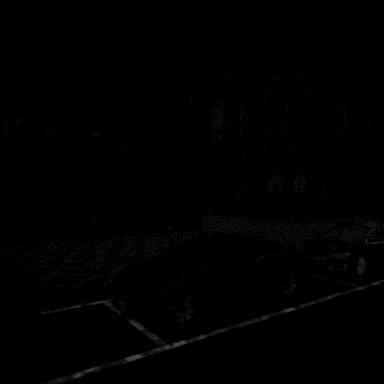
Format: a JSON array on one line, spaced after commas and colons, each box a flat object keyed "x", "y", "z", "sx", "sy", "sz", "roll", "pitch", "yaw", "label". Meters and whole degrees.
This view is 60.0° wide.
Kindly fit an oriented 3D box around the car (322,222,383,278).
[{"x": 5.132, "y": 1.628, "z": 10.313, "sx": 4.403, "sy": 1.369, "sz": 2.008, "roll": 1, "pitch": -1, "yaw": -36, "label": "car"}]

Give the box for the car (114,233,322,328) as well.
[{"x": 0.544, "y": 1.599, "z": 7.040, "sx": 4.313, "sy": 1.339, "sz": 1.947, "roll": 1, "pitch": -1, "yaw": -36, "label": "car"}]

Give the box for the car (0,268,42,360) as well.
[{"x": -4.044, "y": 1.556, "z": 3.767, "sx": 4.313, "sy": 1.339, "sz": 1.947, "roll": 1, "pitch": -1, "yaw": -35, "label": "car"}]
